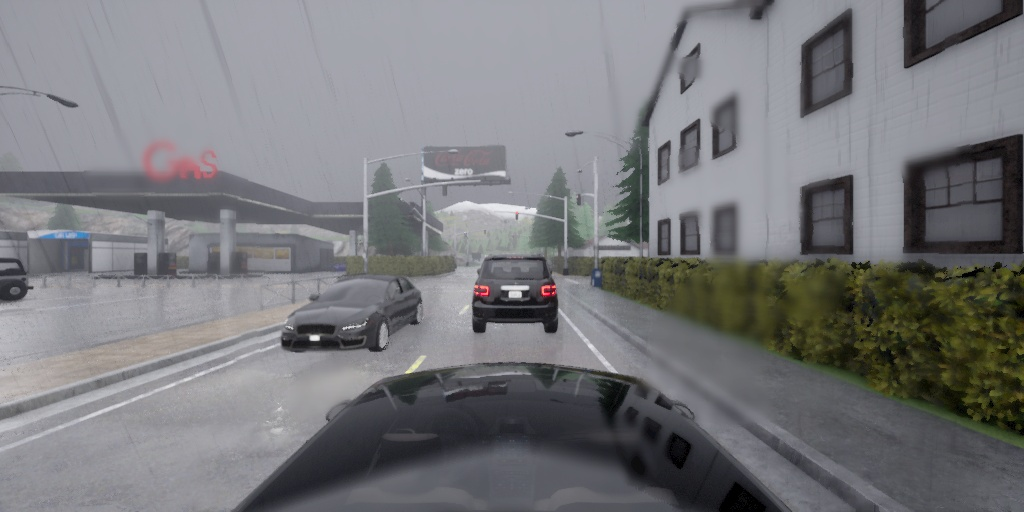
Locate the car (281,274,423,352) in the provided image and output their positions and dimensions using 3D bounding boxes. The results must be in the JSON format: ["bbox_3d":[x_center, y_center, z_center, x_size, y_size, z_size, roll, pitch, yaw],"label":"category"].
[{"bbox_3d":[-3.580,1.253,8.960,1.837,1.490,4.892,0,0,0],"label":"car"}]

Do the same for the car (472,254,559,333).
[{"bbox_3d":[0.085,0.968,10.829,2.150,2.045,5.566,0,0,0],"label":"car"}]
